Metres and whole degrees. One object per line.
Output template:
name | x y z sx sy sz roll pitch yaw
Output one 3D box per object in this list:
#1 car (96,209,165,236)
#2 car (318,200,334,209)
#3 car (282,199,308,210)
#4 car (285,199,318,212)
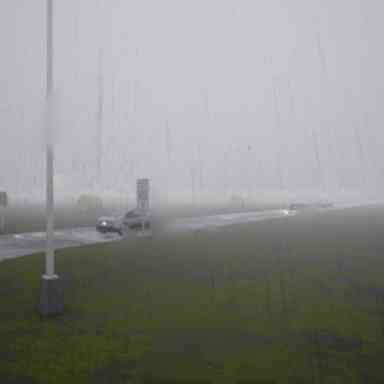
car | -3.458 1.653 19.276 1.994 1.385 4.181 0 -1 37
car | 20.496 1.958 51.595 1.895 1.301 4.718 0 0 37
car | 15.291 1.831 49.191 2.128 1.511 4.902 0 -1 37
car | 14.278 1.773 43.129 1.882 1.535 5.008 0 -1 37
